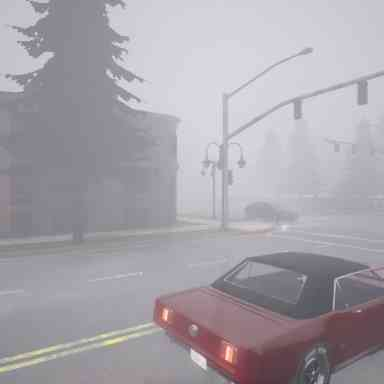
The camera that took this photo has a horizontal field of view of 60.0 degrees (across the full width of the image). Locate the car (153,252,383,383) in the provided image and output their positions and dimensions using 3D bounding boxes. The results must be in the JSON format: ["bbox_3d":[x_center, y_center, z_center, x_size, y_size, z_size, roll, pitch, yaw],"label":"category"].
[{"bbox_3d":[1.919,1.601,5.001,4.718,1.301,1.895,0,0,-34],"label":"car"}]

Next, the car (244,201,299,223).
[{"bbox_3d":[6.111,1.505,25.991,1.837,1.490,4.892,0,0,-30],"label":"car"}]

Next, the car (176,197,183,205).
[{"bbox_3d":[-3.374,1.526,60.065,1.812,1.442,4.674,0,0,-33],"label":"car"}]
